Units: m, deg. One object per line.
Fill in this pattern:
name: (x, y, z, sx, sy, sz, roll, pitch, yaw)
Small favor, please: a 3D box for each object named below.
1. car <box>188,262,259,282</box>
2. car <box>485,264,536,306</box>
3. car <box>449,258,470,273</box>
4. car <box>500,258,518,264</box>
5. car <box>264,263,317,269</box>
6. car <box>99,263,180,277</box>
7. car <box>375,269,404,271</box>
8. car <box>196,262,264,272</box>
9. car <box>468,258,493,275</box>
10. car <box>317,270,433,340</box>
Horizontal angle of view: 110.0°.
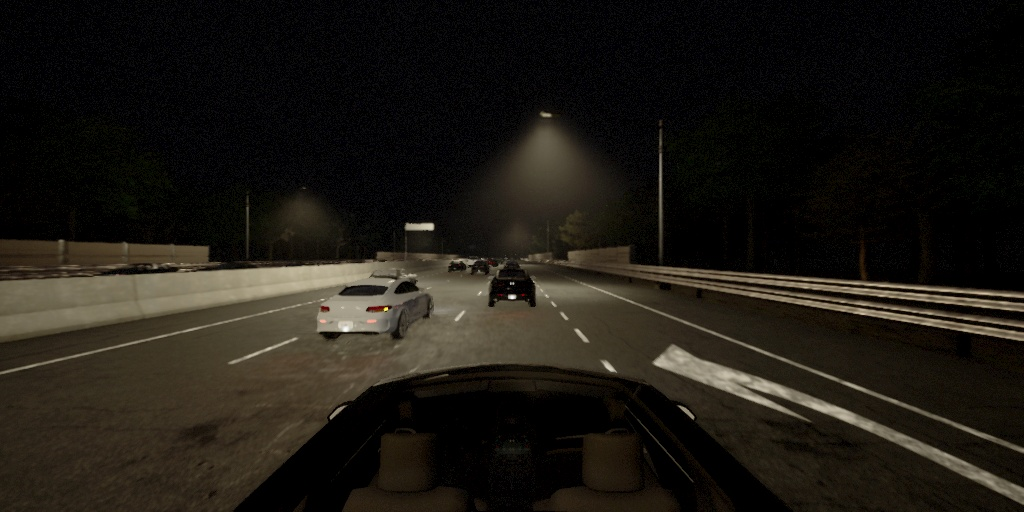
car: (-24.577, 1.298, 30.832, 2.128, 1.511, 4.902, 0, 0, 0)
car: (0.006, 1.280, 15.785, 1.837, 1.490, 4.892, 0, 0, 0)
car: (-6.988, 1.328, 46.426, 2.128, 1.511, 4.902, 0, 0, 0)
car: (0.010, 1.316, 41.277, 2.128, 1.511, 4.902, 0, 0, 0)
car: (-17.580, 1.307, 29.463, 1.837, 1.490, 4.892, 0, 0, 0)
car: (-28.081, 1.291, 27.249, 2.128, 1.511, 4.902, 0, 0, 0)
car: (-6.993, 1.386, 20.944, 1.895, 1.301, 4.718, 0, 0, 0)
car: (-21.083, 1.276, 27.213, 1.882, 1.535, 5.008, 0, 0, 0)
car: (-3.489, 1.330, 40.449, 1.837, 1.490, 4.892, 0, 0, 0)
car: (-3.496, 1.290, 9.856, 1.812, 1.442, 4.674, 0, 0, 0)
